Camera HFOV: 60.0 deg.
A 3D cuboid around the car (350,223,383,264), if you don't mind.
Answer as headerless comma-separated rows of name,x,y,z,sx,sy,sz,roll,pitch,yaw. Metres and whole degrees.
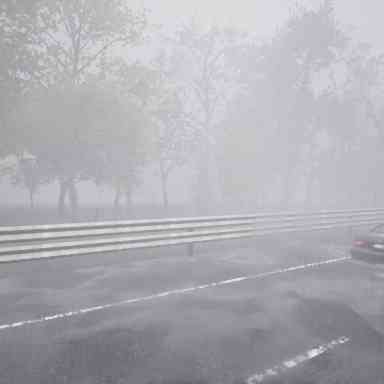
car,7.230,1.553,10.589,5.357,1.411,2.033,0,0,-34
